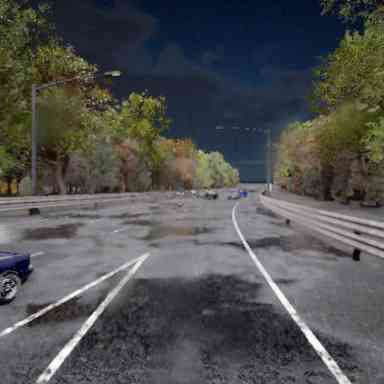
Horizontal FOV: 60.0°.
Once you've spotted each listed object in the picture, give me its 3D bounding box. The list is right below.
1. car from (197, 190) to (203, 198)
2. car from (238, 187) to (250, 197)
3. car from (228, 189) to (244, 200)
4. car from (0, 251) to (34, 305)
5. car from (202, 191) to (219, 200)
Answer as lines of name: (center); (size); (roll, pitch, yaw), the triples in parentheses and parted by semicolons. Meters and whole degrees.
car: (2.284, 0.430, 68.091); (2.128, 1.511, 4.902); (1, 1, 13)
car: (11.861, 0.058, 78.792); (2.150, 2.045, 5.566); (1, 1, 13)
car: (7.800, 0.673, 60.692); (1.994, 1.385, 4.181); (1, 1, 13)
car: (-4.682, 1.502, 5.035); (1.895, 1.301, 4.718); (1, 1, 13)
car: (3.554, 0.600, 57.759); (1.882, 1.535, 5.008); (1, 1, 13)
